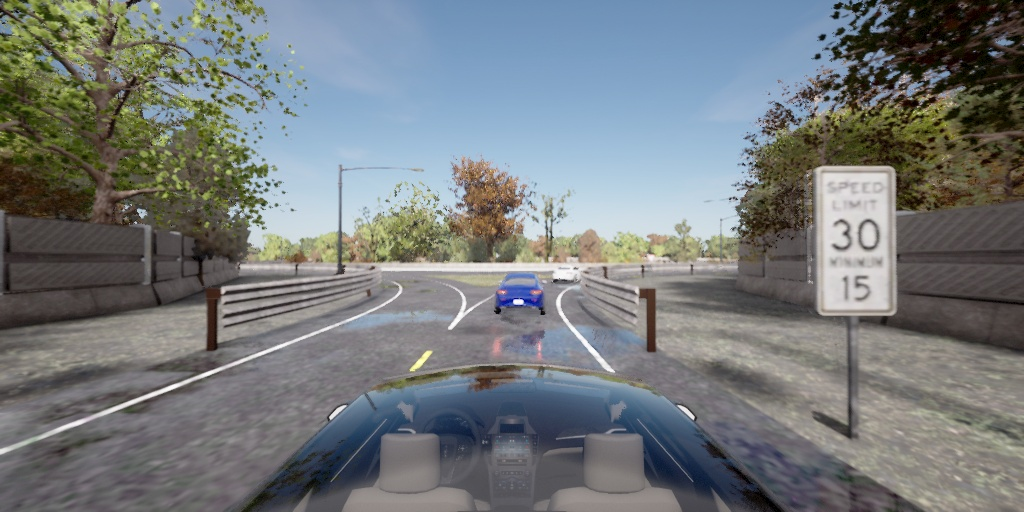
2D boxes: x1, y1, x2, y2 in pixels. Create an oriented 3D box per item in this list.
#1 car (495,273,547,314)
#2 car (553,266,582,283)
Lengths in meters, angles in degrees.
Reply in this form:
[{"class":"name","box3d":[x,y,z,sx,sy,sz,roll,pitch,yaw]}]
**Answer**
[{"class":"car","box3d":[0.410,1.389,14.294,1.812,1.442,4.674,0,0,5]},{"class":"car","box3d":[4.935,1.538,30.884,1.812,1.442,4.674,0,-1,26]}]
